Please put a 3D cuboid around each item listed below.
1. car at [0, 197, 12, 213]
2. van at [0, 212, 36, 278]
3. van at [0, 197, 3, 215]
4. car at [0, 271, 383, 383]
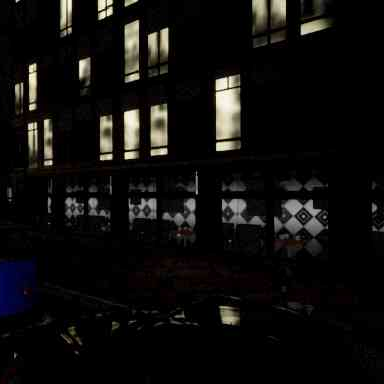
[{"bbox_3d":[-14.414,1.358,28.174,2.192,1.841,5.009,-1,-1,35],"label":"car"},{"bbox_3d":[-4.522,1.342,6.062,3.998,1.788,1.690,0,0,35],"label":"van"},{"bbox_3d":[-21.251,1.425,33.020,1.690,1.788,3.998,-1,-1,35],"label":"van"},{"bbox_3d":[0.110,1.582,2.759,4.206,1.307,1.802,0,0,35],"label":"car"}]
